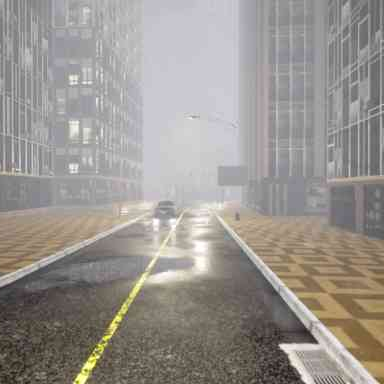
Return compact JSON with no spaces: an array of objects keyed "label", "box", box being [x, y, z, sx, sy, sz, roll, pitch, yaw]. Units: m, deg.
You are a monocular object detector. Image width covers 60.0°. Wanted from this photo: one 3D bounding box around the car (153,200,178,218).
[{"label":"car","box":[-2.353,1.521,30.344,1.837,1.490,4.892,0,0,1]}]
